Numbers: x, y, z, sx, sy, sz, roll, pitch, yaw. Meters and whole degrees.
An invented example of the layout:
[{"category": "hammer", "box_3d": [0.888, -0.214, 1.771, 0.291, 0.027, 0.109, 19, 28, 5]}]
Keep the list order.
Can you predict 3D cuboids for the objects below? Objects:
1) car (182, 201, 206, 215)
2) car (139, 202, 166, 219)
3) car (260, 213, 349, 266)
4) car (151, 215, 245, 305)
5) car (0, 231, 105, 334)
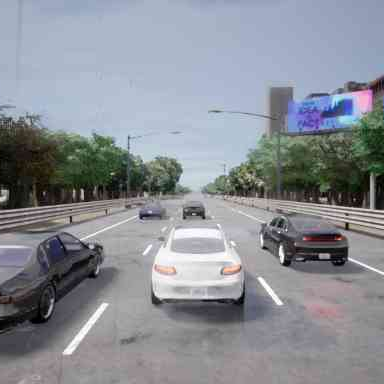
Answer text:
[{"category": "car", "box_3d": [0.171, 1.504, 28.580, 1.837, 1.490, 4.892, 0, 0, 0]}, {"category": "car", "box_3d": [-3.331, 1.563, 28.630, 1.994, 1.385, 4.181, 0, 0, 0]}, {"category": "car", "box_3d": [3.628, 1.504, 11.519, 1.837, 1.490, 4.892, 0, 0, 0]}, {"category": "car", "box_3d": [0.119, 1.526, 7.976, 1.812, 1.442, 4.674, 0, 0, 0]}, {"category": "car", "box_3d": [-3.383, 1.547, 7.083, 2.033, 1.411, 5.357, 0, 0, 0]}]
